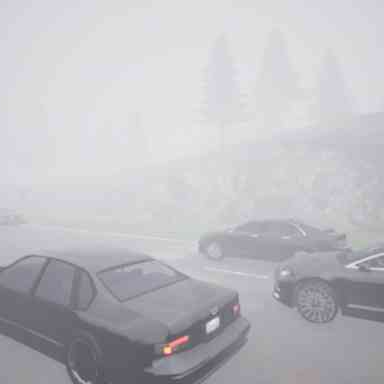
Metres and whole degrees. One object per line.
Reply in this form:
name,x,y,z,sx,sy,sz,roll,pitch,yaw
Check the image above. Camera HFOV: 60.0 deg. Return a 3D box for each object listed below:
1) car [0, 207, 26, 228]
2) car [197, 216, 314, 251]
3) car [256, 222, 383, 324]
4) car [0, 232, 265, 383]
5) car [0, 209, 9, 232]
car,-12.986,1.658,21.686,5.357,1.411,2.033,0,0,35
car,2.446,1.544,10.810,4.892,1.490,1.837,0,0,35
car,3.831,1.507,5.556,4.902,1.511,2.128,0,0,35
car,-1.813,1.572,5.244,5.357,1.411,2.033,0,0,35
car,-11.465,1.634,16.331,5.357,1.411,2.033,0,0,35
